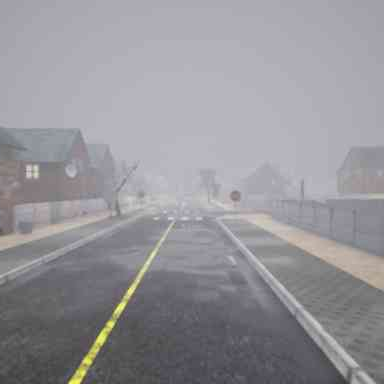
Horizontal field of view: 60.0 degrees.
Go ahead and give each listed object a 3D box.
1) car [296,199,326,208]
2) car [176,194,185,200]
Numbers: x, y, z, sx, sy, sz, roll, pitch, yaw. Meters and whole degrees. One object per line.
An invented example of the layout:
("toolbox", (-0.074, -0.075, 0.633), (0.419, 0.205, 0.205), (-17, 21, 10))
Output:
("car", (11.376, 1.342, 32.275), (4.181, 1.385, 1.994), (-1, 1, 0))
("car", (-2.756, 1.140, 78.858), (1.837, 1.490, 4.892), (0, 0, 0))
